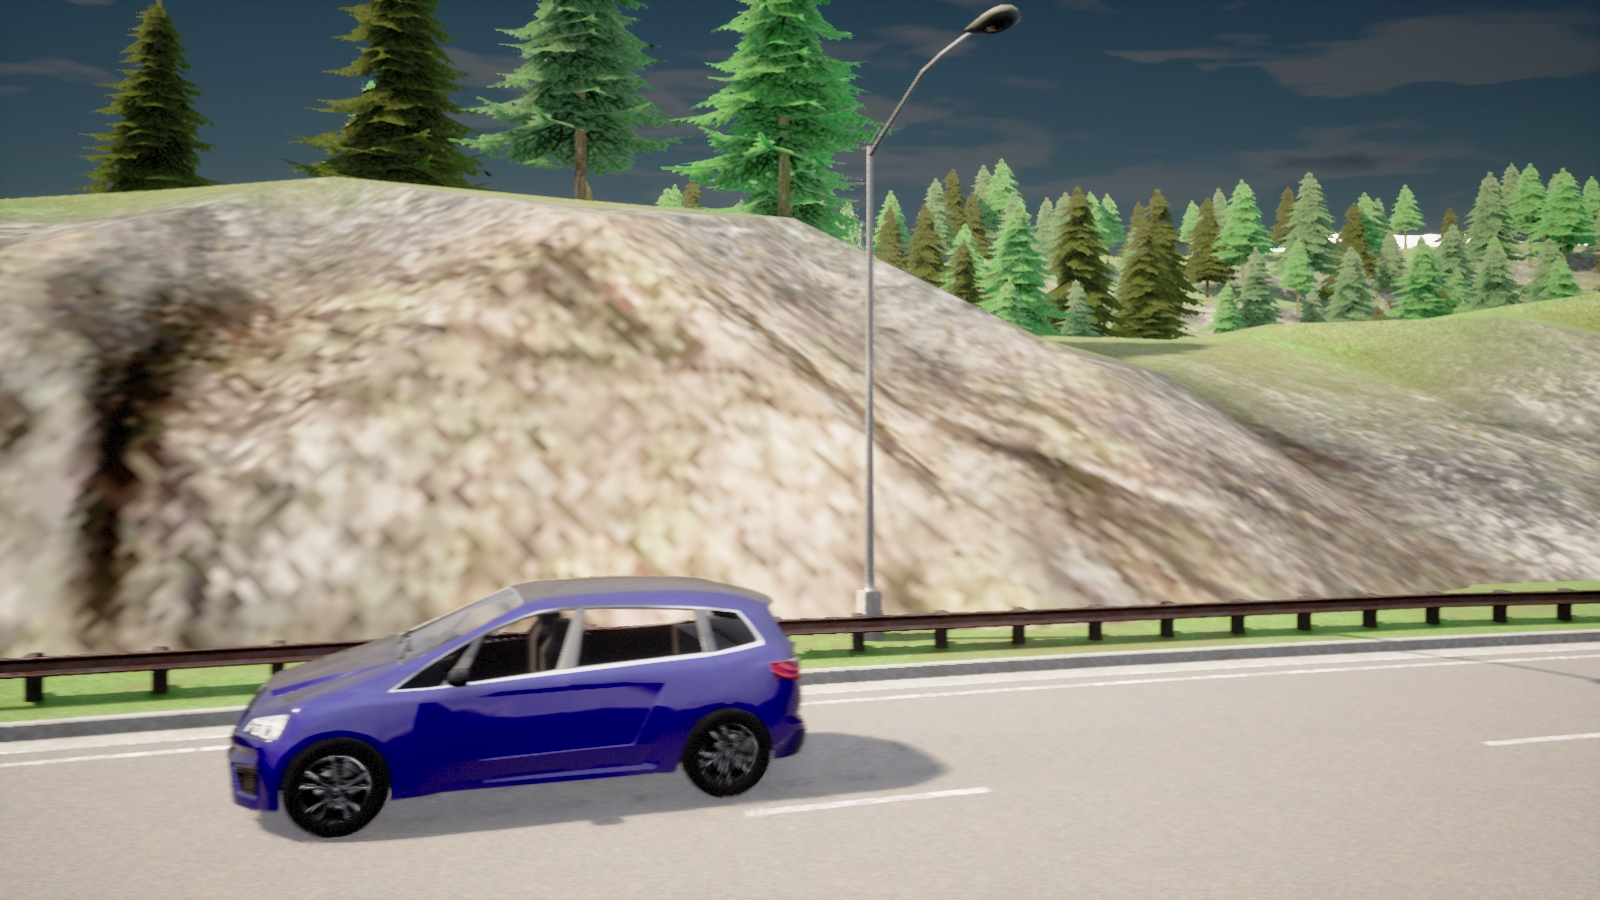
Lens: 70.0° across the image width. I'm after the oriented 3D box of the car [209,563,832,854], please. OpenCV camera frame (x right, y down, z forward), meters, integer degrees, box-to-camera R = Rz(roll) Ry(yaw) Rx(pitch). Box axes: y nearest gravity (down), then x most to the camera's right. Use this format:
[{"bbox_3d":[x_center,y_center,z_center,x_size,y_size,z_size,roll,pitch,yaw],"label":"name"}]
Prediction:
[{"bbox_3d":[-2.280,1.969,9.723,4.611,1.667,2.242,0,0,-19],"label":"car"}]
